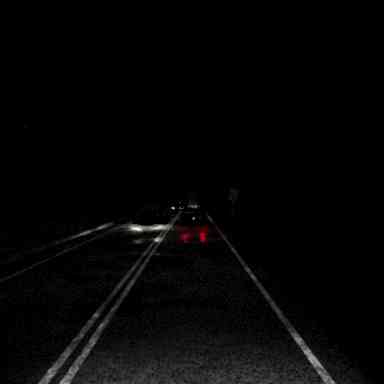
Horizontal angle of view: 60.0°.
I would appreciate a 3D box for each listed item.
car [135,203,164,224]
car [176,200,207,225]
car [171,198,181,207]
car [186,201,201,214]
[{"bbox_3d":[-3.311,1.645,26.694,1.882,1.535,5.008,0,-1,0],"label":"car"},{"bbox_3d":[0.134,1.643,25.364,2.128,1.511,4.902,0,-1,0],"label":"car"},{"bbox_3d":[-3.042,2.187,67.937,2.097,1.767,4.553,0,-1,0],"label":"car"},{"bbox_3d":[0.196,1.940,42.774,1.812,1.442,4.674,0,-1,0],"label":"car"}]
